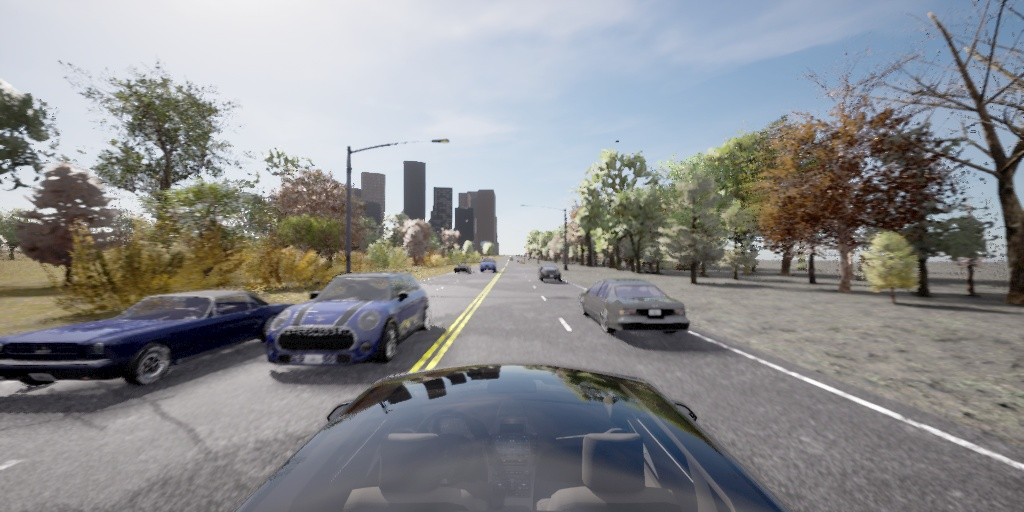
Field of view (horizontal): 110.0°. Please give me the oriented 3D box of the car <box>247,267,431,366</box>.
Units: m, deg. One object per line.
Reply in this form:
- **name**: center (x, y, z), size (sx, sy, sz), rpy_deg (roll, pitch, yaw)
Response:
- **car**: center (-3.352, 1.171, 8.304), size (2.097, 1.767, 4.553), rpy_deg (0, -1, 0)

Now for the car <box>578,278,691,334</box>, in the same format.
- **car**: center (3.351, 1.390, 10.937), size (2.033, 1.411, 5.357), rpy_deg (0, 0, 0)

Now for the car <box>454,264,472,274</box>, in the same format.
- **car**: center (-6.595, 1.694, 48.222), size (1.895, 1.301, 4.718), rpy_deg (0, 0, 0)

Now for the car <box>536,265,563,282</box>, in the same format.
- **car**: center (3.343, 1.536, 32.433), size (1.812, 1.442, 4.674), rpy_deg (0, -1, 0)

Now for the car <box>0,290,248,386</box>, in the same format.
- **car**: center (-6.602, 1.409, 7.242), size (1.895, 1.301, 4.718), rpy_deg (0, -1, 0)

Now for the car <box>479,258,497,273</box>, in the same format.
- **car**: center (-3.333, 1.326, 50.774), size (2.150, 2.045, 5.566), rpy_deg (0, 0, 0)
